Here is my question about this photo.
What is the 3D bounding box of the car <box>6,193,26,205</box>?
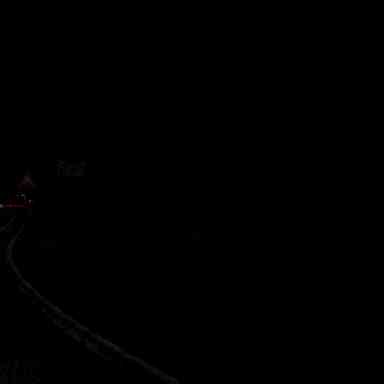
[{"bbox_3d":[-24.091,0.957,45.430,2.128,1.511,4.902,0,1,-23],"label":"car"}]

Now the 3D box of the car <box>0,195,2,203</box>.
[{"bbox_3d":[-28.881,0.889,48.332,2.128,1.511,4.902,0,1,-23],"label":"car"}]
